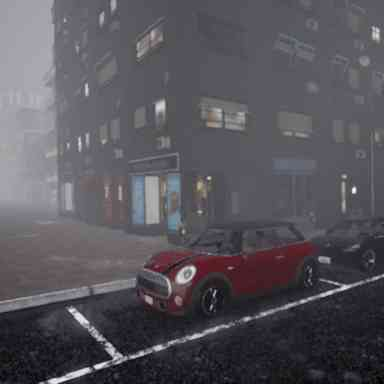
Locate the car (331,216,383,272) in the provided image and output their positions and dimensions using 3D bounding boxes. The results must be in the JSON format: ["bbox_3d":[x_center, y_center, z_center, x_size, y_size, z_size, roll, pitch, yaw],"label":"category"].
[{"bbox_3d":[5.411,1.464,10.389,4.313,1.339,1.947,-1,0,-35],"label":"car"}]

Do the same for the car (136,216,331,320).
[{"bbox_3d":[0.838,1.394,7.152,4.097,1.590,1.967,-1,0,-35],"label":"car"}]
